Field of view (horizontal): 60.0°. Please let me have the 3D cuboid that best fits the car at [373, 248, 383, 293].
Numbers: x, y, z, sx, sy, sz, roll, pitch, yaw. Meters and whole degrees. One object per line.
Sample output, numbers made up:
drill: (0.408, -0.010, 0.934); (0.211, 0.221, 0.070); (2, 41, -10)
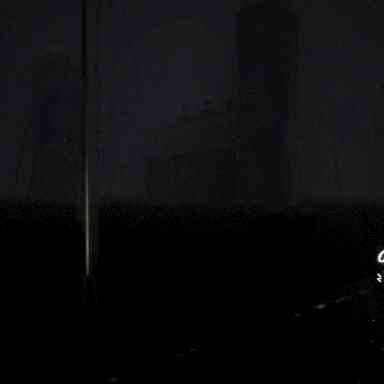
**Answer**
car: (5.996, 1.307, 7.369); (4.553, 1.767, 2.097); (0, 0, -36)
